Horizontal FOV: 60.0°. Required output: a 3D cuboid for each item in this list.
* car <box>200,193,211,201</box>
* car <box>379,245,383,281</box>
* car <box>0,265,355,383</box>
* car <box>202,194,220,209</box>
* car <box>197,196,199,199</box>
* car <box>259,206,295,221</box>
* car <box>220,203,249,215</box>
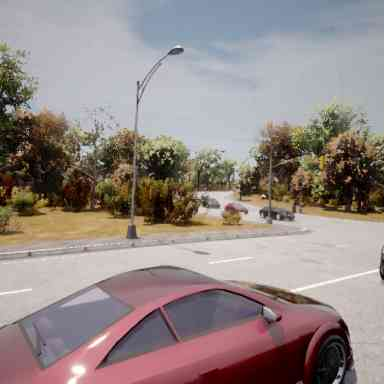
[{"bbox_3d":[3.106,1.124,78.681,2.128,1.511,4.902,2,2,-1],"label":"car"},{"bbox_3d":[6.967,1.486,8.771,4.553,1.767,2.097,2,-1,-36],"label":"car"},{"bbox_3d":[-0.051,1.571,3.713,4.181,1.385,1.994,0,0,-36],"label":"car"},{"bbox_3d":[3.174,1.754,54.943,2.097,1.767,4.553,3,1,-14],"label":"car"},{"bbox_3d":[0.615,1.467,67.892,1.895,1.301,4.718,2,2,-8],"label":"car"},{"bbox_3d":[9.342,2.297,36.721,1.837,1.490,4.892,3,-1,-23],"label":"car"},{"bbox_3d":[5.996,2.205,45.379,1.812,1.442,4.674,3,0,-19],"label":"car"}]
